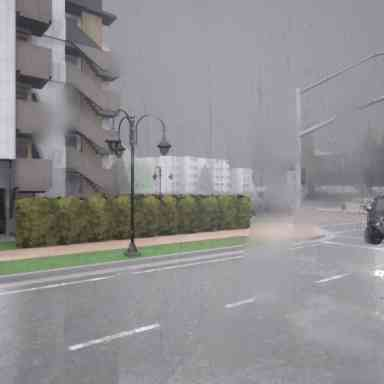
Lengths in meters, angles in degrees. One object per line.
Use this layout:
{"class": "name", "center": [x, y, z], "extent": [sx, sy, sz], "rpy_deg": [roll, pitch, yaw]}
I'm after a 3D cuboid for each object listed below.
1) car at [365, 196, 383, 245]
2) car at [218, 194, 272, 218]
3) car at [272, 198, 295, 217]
{"class": "car", "center": [9.353, 1.222, 15.259], "extent": [2.150, 2.045, 5.566], "rpy_deg": [2, 1, 26]}
{"class": "car", "center": [3.976, 1.223, 29.489], "extent": [2.150, 2.045, 5.566], "rpy_deg": [0, 0, -38]}
{"class": "car", "center": [7.326, 1.352, 30.933], "extent": [2.097, 1.767, 4.553], "rpy_deg": [0, 0, -37]}
